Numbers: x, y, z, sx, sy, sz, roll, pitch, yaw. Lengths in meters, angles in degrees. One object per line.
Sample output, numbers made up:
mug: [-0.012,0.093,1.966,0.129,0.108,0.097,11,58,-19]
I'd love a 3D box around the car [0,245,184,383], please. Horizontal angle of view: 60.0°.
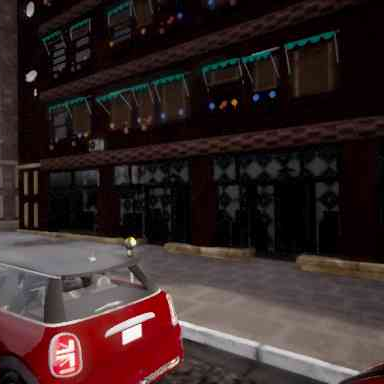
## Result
car: [-2.174,1.440,4.442,4.097,1.590,1.967,0,-1,36]

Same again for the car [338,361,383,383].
car: [2.434,1.438,1.155,4.097,1.590,1.967,0,-1,36]
